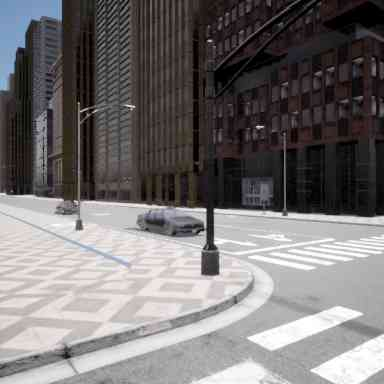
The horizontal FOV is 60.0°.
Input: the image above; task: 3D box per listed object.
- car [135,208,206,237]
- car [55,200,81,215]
[{"bbox_3d":[-1.404,1.643,19.246,2.033,1.411,5.357,0,0,-35],"label":"car"},{"bbox_3d":[-13.681,1.704,36.658,1.837,1.490,4.892,0,0,-35],"label":"car"}]
